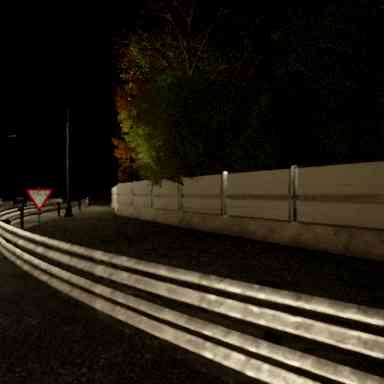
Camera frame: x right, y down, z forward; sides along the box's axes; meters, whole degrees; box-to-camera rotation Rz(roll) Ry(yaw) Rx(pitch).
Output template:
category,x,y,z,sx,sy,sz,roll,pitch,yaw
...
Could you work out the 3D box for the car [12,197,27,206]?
category,x,y,z,sx,sy,sz,roll,pitch,yaw
car,-31.290,1.796,60.565,2.128,1.511,4.902,0,0,-19
